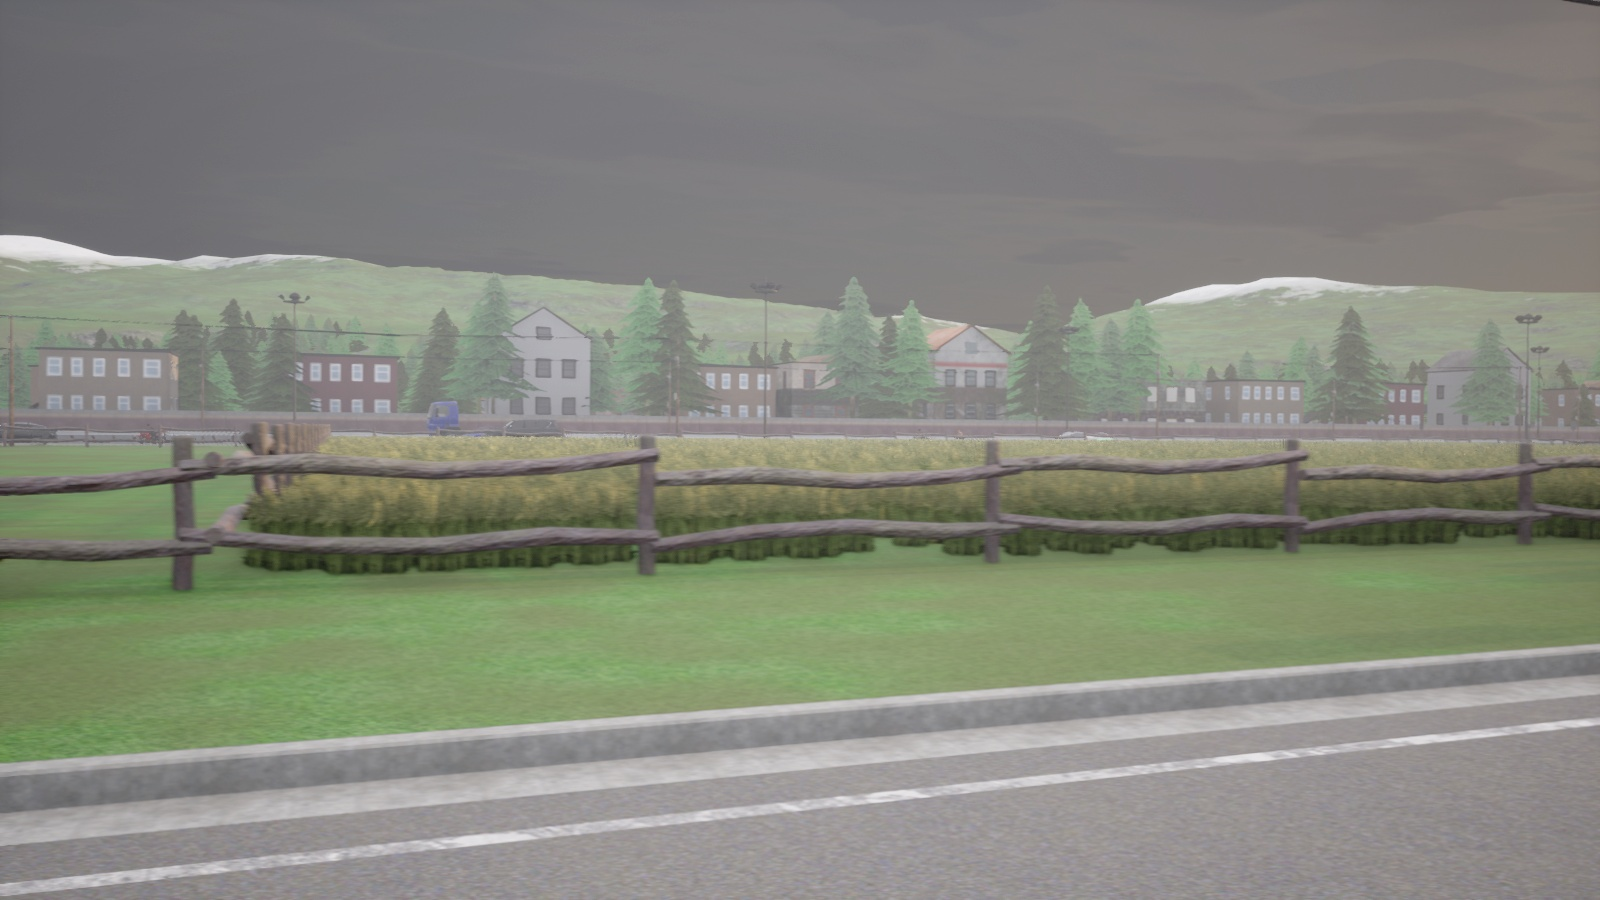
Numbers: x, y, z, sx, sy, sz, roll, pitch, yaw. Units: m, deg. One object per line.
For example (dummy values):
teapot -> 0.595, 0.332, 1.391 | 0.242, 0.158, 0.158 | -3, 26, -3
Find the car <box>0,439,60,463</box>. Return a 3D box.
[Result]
car -> -50.264, 0.087, 80.173 | 4.892, 1.490, 1.837 | -1, 1, -21

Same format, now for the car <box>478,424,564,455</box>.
car -> -19.546, -0.737, 87.929 | 5.566, 2.045, 2.150 | -1, 1, -20
